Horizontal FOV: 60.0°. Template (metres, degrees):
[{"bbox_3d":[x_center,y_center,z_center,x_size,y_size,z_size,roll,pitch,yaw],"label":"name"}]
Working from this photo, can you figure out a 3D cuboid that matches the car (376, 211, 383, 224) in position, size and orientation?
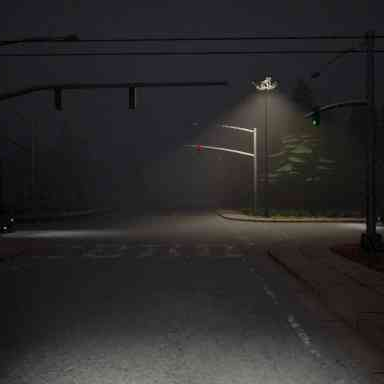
[{"bbox_3d":[14.897,1.513,22.164,4.892,1.490,1.837,0,0,1],"label":"car"}]

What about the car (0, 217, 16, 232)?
[{"bbox_3d":[-12.778,1.747,18.971,4.718,1.301,1.895,0,0,1],"label":"car"}]
